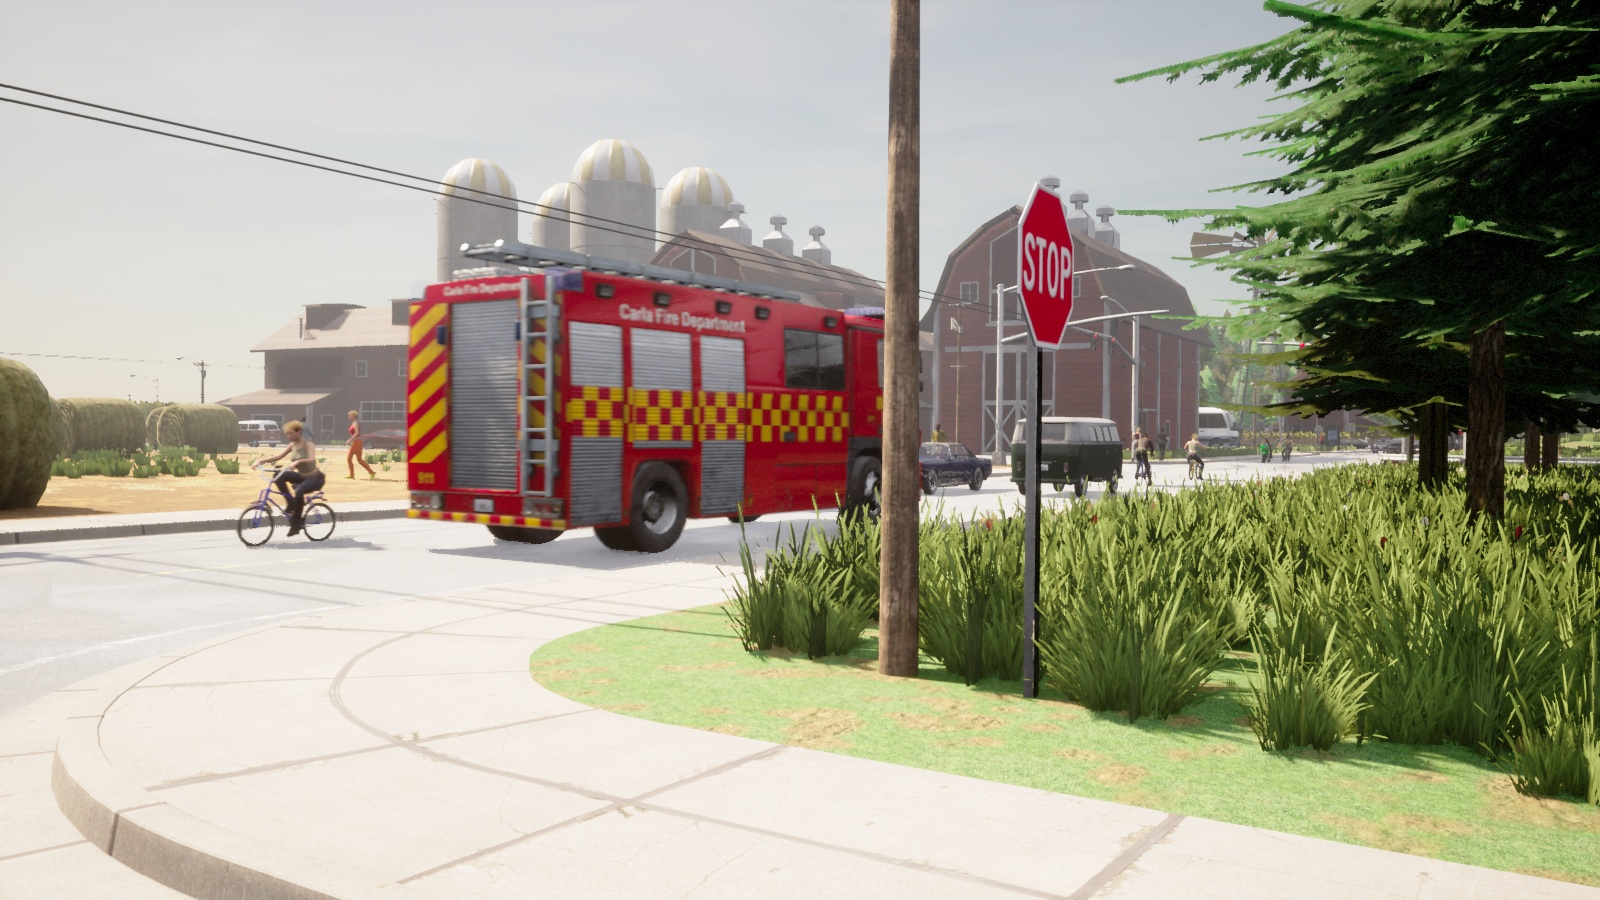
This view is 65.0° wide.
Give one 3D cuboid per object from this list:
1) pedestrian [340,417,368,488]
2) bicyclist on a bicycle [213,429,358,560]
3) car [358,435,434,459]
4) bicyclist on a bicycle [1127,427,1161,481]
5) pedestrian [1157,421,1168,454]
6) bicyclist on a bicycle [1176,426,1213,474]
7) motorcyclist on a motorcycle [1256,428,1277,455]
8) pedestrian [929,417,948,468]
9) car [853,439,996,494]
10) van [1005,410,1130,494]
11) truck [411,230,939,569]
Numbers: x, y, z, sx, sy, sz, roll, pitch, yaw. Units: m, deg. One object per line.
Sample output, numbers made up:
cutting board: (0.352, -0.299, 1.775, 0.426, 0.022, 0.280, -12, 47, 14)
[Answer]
pedestrian: (-11.605, 0.050, 32.689, 0.594, 1.836, 0.345, -1, 1, -34)
bicyclist on a bicycle: (-6.654, 0.540, 16.291, 0.866, 1.612, 1.509, 0, 1, 31)
car: (-26.656, -0.172, 82.828, 5.008, 1.535, 1.882, 0, 1, 30)
bicyclist on a bicycle: (10.448, 0.104, 38.093, 0.582, 1.620, 1.656, 0, 1, 31)
pedestrian: (19.913, -0.702, 69.044, 0.328, 1.805, 0.869, 0, 1, 35)
bicyclist on a bicycle: (13.684, -0.015, 43.524, 0.866, 1.612, 1.509, 0, 1, 31)
motorcyclist on a motorcycle: (26.969, -0.487, 72.584, 0.797, 1.523, 2.044, 0, 1, 31)
pedestrian: (5.030, -0.262, 45.685, 0.370, 1.835, 0.726, 0, 1, 35)
car: (3.359, 0.385, 33.049, 1.895, 1.301, 4.718, 0, 1, 31)
van: (6.932, 0.016, 32.205, 1.775, 1.987, 4.442, 0, 1, 31)
truck: (-1.285, -0.640, 18.511, 2.891, 3.827, 8.468, 0, 1, 35)
